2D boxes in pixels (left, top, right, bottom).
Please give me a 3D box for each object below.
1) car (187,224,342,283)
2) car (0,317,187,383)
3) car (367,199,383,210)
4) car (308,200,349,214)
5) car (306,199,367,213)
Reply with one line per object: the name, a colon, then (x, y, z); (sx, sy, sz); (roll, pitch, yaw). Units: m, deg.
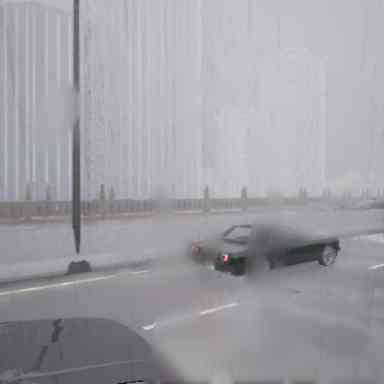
car: (2.283, 1.587, 9.666); (4.718, 1.301, 1.895); (0, 0, -35)
car: (-2.570, 1.549, 1.900); (5.357, 1.411, 2.033); (0, 0, -36)
car: (18.302, 1.418, 34.194); (5.008, 1.535, 1.882); (0, 0, -35)
car: (14.851, 1.543, 36.037); (4.718, 1.301, 1.895); (0, 0, -35)
car: (10.346, 1.313, 24.241); (4.553, 1.767, 2.097); (0, 0, -35)
